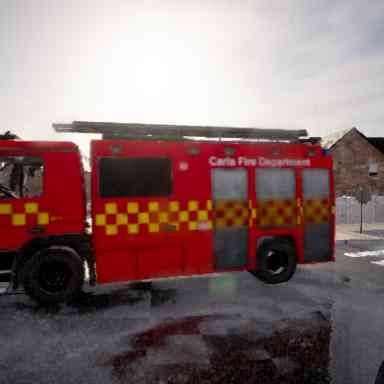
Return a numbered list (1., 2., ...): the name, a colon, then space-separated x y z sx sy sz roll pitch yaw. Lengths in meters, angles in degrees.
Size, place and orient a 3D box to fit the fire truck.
1. fire truck: -0.688 0.331 8.597 8.468 3.827 2.891 -1 0 -17
